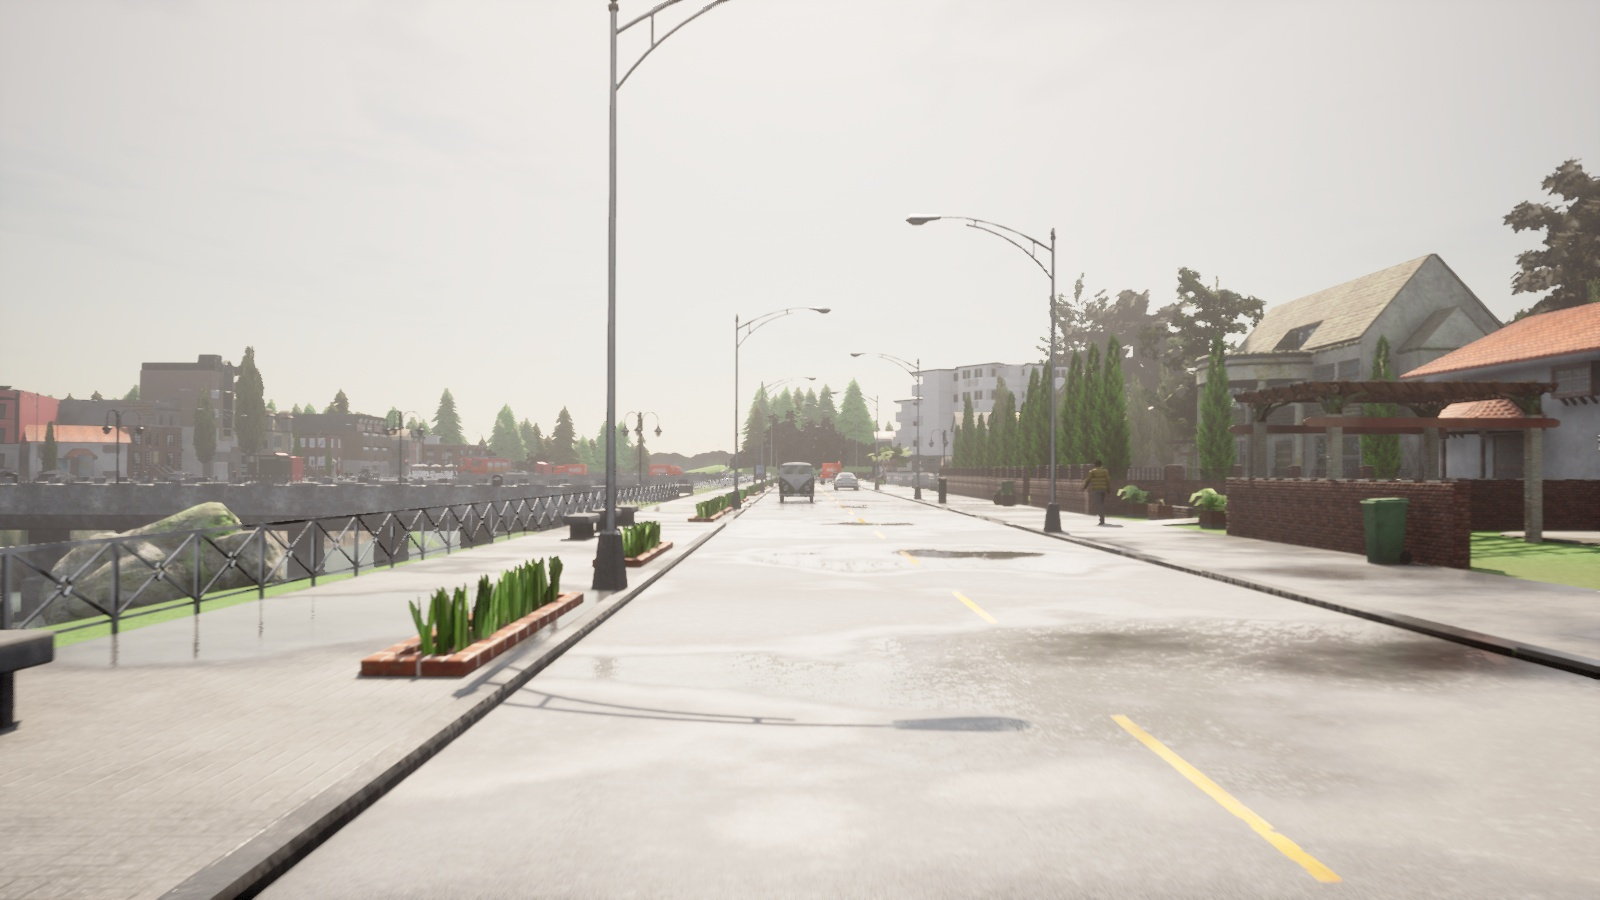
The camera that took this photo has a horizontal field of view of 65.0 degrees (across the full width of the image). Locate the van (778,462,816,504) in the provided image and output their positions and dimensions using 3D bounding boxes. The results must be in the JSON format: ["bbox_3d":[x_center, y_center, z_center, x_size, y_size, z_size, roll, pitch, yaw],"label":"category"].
[{"bbox_3d":[-0.147,1.609,62.164,1.775,1.987,4.442,0,-1,0],"label":"van"}]

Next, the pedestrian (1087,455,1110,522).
[{"bbox_3d":[8.342,1.078,35.064,0.431,1.840,0.709,0,-1,-2],"label":"pedestrian"}]
